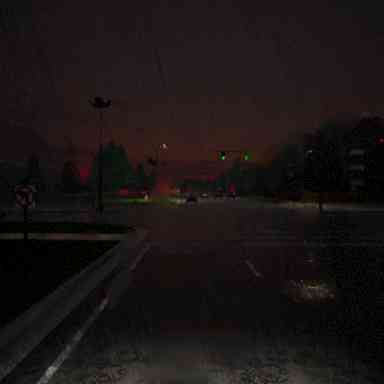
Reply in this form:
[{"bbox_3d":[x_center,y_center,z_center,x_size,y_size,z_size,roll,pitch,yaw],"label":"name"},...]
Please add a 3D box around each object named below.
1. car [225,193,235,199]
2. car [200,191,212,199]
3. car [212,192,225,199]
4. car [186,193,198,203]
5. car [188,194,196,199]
[{"bbox_3d":[10.484,1.102,89.717,1.994,1.385,4.181,0,0,0],"label":"car"},{"bbox_3d":[3.484,1.076,89.297,2.128,1.511,4.902,0,0,0],"label":"car"},{"bbox_3d":[6.984,1.052,89.298,1.837,1.490,4.892,0,0,0],"label":"car"},{"bbox_3d":[-0.004,1.227,59.502,1.812,1.442,4.674,0,0,0],"label":"car"},{"bbox_3d":[-0.016,1.144,89.743,1.895,1.301,4.718,0,0,0],"label":"car"}]
